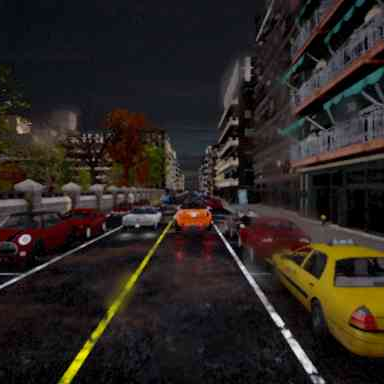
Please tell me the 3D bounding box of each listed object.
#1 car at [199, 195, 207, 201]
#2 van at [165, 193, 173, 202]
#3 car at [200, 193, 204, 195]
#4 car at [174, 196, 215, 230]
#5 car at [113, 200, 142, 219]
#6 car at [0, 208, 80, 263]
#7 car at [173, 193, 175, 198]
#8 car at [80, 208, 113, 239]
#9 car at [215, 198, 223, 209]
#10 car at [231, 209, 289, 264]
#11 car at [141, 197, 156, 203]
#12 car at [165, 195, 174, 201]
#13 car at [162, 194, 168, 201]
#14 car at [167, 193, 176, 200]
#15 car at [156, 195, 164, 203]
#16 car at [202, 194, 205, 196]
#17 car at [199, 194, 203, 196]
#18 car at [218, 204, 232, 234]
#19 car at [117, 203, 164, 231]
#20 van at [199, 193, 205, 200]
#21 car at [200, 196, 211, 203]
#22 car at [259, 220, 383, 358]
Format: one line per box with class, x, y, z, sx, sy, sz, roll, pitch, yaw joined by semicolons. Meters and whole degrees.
car;2.673;1.476;83.540;1.947;1.339;4.313;0;0;0
van;-5.707;1.259;72.467;1.690;1.788;3.998;0;0;0
car;2.675;1.367;61.400;1.967;1.590;4.097;0;0;0
car;0.097;1.323;20.884;2.097;1.767;4.553;0;0;0
car;-5.698;1.543;28.187;1.802;1.307;4.206;0;0;0
car;-5.696;1.423;11.581;1.967;1.590;4.097;0;0;0
car;-5.709;1.229;78.003;2.192;1.841;5.009;0;0;0
car;-5.696;1.521;17.117;1.887;1.381;4.507;0;0;0
car;2.680;1.493;39.259;1.887;1.381;4.507;0;0;0
car;2.685;1.528;11.583;1.887;1.381;4.507;0;0;0
car;-5.700;1.530;39.257;1.802;1.307;4.206;0;0;0
car;-5.708;1.461;83.538;2.008;1.369;4.403;0;0;0
car;-5.703;1.483;55.863;2.008;1.369;4.403;0;0;0
car;-5.711;1.218;94.609;2.192;1.841;5.009;0;0;0
car;-5.702;1.462;50.157;1.752;1.417;4.829;0;0;0
car;2.677;1.498;55.865;1.947;1.339;4.313;0;0;0
car;0.088;1.435;43.842;2.128;1.511;4.902;0;0;0
car;2.684;1.526;17.119;2.008;1.369;4.403;0;0;0
car;-3.009;1.572;20.633;1.895;1.301;4.718;0;0;0
van;2.670;1.247;89.076;1.690;1.788;3.998;0;0;0
car;2.675;1.488;66.935;1.947;1.339;4.313;0;0;0
car;2.686;1.516;6.218;1.752;1.417;4.829;0;0;0
